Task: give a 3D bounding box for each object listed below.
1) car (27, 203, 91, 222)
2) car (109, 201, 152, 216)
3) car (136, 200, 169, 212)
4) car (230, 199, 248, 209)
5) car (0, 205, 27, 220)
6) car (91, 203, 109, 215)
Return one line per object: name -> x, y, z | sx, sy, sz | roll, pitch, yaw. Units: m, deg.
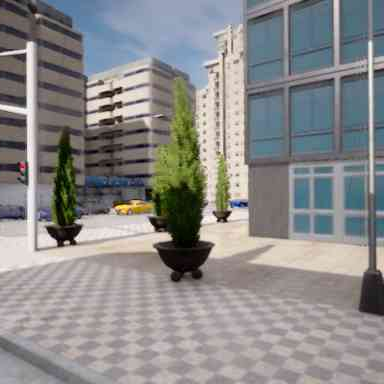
car -> -11.764, 1.810, 29.714 | 1.812, 1.442, 4.674 | -1, 0, 35
car -> -6.440, 1.763, 37.261 | 1.882, 1.535, 5.008 | -1, 0, 35
car -> -5.292, 1.841, 44.918 | 1.812, 1.442, 4.674 | -1, 0, 35
car -> 7.408, 1.733, 50.412 | 1.882, 1.535, 5.008 | -1, 0, 35
car -> -16.420, 1.861, 29.233 | 2.033, 1.411, 5.357 | -1, 0, 35
car -> -11.082, 1.878, 36.761 | 1.994, 1.385, 4.181 | -1, 0, 35
